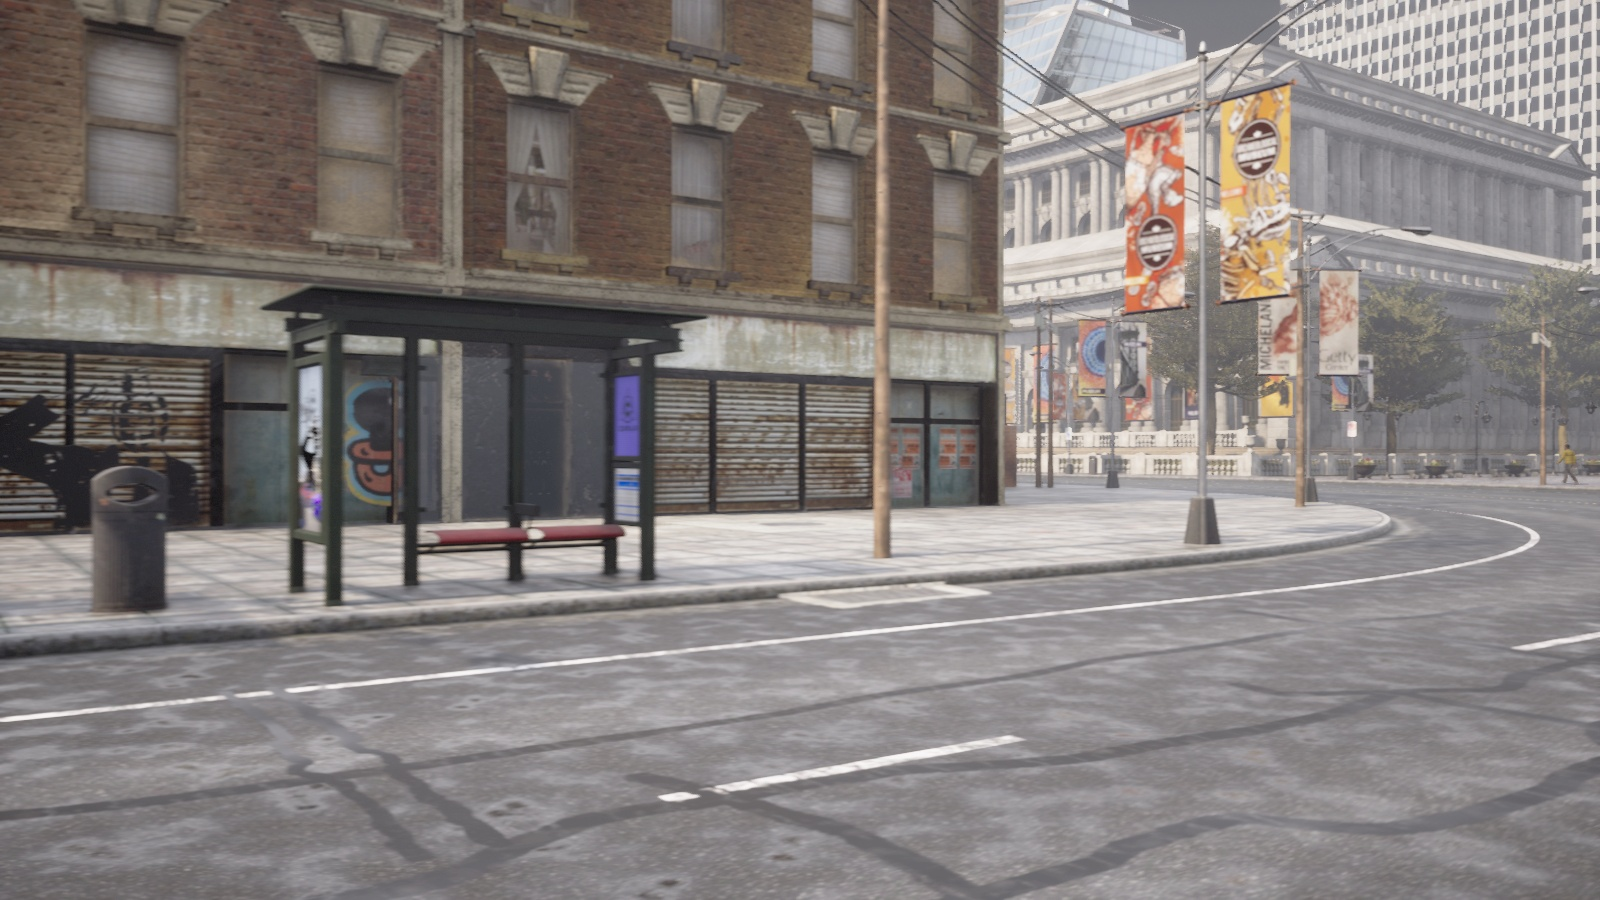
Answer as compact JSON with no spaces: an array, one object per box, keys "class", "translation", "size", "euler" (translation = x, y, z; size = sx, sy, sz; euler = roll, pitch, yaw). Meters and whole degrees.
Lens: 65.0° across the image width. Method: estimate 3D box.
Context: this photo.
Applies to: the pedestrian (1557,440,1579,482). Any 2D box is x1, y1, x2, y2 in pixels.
[{"class":"pedestrian","translation":[33.810,0.466,55.297],"size":[0.431,1.840,0.709],"euler":[0,0,-15]}]
